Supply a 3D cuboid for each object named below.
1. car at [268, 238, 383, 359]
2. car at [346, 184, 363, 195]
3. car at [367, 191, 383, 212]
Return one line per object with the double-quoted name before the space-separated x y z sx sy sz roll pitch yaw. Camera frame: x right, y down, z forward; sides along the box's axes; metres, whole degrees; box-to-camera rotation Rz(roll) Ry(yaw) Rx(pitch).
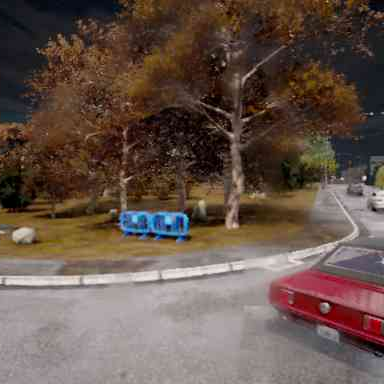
"car" 3.518 1.436 5.465 4.718 1.301 1.895 -2 2 -35
"car" 23.060 -0.363 47.277 2.128 1.511 4.902 1 3 21
"car" 14.434 0.672 25.082 1.812 1.442 4.674 2 3 21
